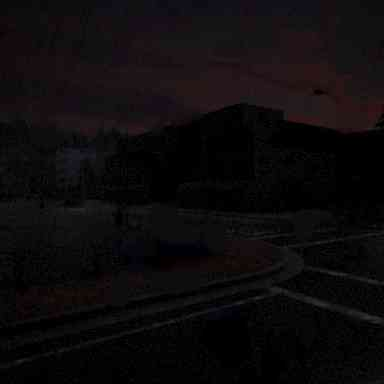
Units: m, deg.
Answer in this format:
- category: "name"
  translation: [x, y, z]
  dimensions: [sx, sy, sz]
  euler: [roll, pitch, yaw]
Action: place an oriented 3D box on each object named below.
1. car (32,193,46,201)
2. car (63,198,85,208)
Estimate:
- category: "car"
  translation: [-38.548, 1.291, 84.460]
  dimensions: [2.097, 1.767, 4.553]
  euler: [0, 0, -35]
- category: "car"
  translation: [-16.519, 1.547, 46.621]
  dimensions: [1.895, 1.301, 4.718]
  euler: [0, 0, -34]
